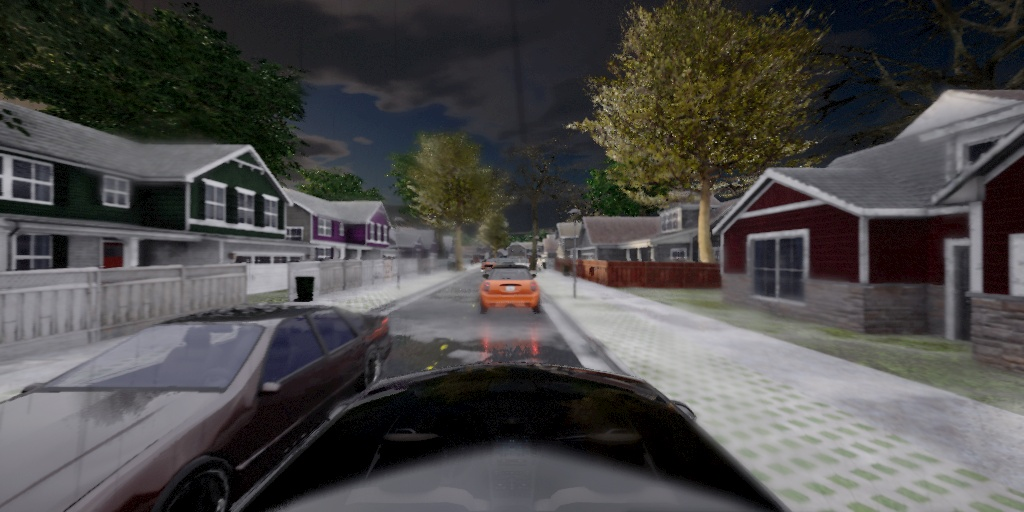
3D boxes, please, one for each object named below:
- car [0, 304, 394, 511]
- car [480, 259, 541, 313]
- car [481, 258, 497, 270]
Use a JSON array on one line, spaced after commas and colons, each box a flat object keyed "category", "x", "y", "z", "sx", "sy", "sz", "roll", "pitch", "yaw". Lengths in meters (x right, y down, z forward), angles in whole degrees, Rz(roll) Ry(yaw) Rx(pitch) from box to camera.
[{"category": "car", "x": -2.901, "y": 1.292, "z": 3.905, "sx": 2.033, "sy": 1.411, "sz": 5.357, "roll": 0, "pitch": 0, "yaw": -1}, {"category": "car", "x": -0.075, "y": 1.106, "z": 14.037, "sx": 2.097, "sy": 1.767, "sz": 4.553, "roll": 0, "pitch": 0, "yaw": -1}, {"category": "car", "x": -3.423, "y": 1.173, "z": 53.727, "sx": 2.097, "sy": 1.767, "sz": 4.553, "roll": 0, "pitch": 0, "yaw": 0}]
